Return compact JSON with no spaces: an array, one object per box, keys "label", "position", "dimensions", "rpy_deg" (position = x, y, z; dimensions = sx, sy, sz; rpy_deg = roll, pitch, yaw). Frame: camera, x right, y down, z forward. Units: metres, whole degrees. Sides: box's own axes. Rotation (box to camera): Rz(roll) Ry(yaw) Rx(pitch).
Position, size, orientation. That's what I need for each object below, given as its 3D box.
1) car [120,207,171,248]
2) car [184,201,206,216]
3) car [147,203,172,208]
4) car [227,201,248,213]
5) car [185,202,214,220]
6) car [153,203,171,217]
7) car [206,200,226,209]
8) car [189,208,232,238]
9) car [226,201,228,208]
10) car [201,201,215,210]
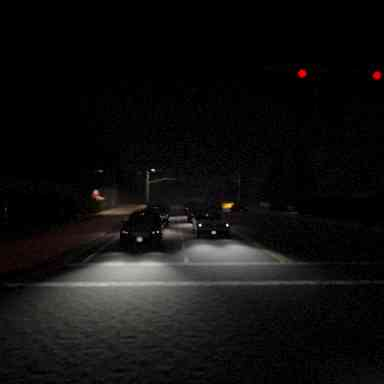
[{"label":"car","position":[-2.250,1.695,15.953],"dimensions":[2.128,1.511,4.902],"rpy_deg":[0,-1,-3]},{"label":"car","position":[0.085,1.885,39.704],"dimensions":[2.097,1.767,4.553],"rpy_deg":[0,-1,-3]},{"label":"car","position":[-2.710,1.675,25.058],"dimensions":[2.097,1.767,4.553],"rpy_deg":[0,-1,-3]},{"label":"car","position":[6.807,2.283,48.285],"dimensions":[1.895,1.301,4.718],"rpy_deg":[0,-1,-2]},{"label":"car","position":[0.557,1.930,29.857],"dimensions":[1.812,1.442,4.674],"rpy_deg":[0,-1,-3]},{"label":"car","position":[-3.340,1.998,37.980],"dimensions":[1.837,1.490,4.892],"rpy_deg":[0,-1,-3]},{"label":"car","position":[3.269,2.028,49.142],"dimensions":[2.097,1.767,4.553],"rpy_deg":[0,-1,-2]},{"label":"car","position":[1.053,1.873,19.803],"dimensions":[1.895,1.301,4.718],"rpy_deg":[0,-1,-3]},{"label":"car","position":[6.248,2.294,58.504],"dimensions":[1.882,1.535,5.008],"rpy_deg":[0,-1,-3]},{"label":"car","position":[2.752,2.301,58.332],"dimensions":[1.837,1.490,4.892],"rpy_deg":[0,-1,-3]}]
